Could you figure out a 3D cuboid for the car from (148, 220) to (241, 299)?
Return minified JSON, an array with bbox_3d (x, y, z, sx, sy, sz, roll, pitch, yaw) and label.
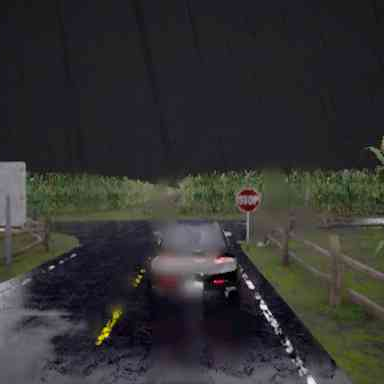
[{"bbox_3d":[0.031,1.460,8.373,2.128,1.511,4.902,0,0,0],"label":"car"}]
